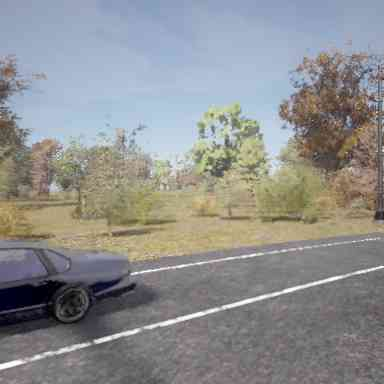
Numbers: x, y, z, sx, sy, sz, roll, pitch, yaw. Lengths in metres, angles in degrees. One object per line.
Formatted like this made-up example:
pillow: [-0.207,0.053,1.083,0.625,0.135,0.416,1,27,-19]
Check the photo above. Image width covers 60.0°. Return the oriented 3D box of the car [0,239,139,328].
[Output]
car: [-3.615,1.547,5.558,5.357,1.411,2.033,0,0,-36]
